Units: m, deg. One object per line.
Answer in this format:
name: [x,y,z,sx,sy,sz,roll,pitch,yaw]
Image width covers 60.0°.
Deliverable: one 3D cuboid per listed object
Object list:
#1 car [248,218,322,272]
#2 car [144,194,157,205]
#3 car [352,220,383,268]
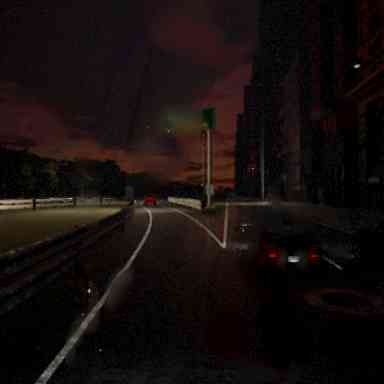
car: [2.871,1.574,10.881,1.812,1.442,4.674,0,0,6]
car: [-7.890,1.429,63.076,2.150,2.045,5.566,0,0,-9]
car: [6.207,1.369,9.206,2.097,1.767,4.553,0,0,6]
